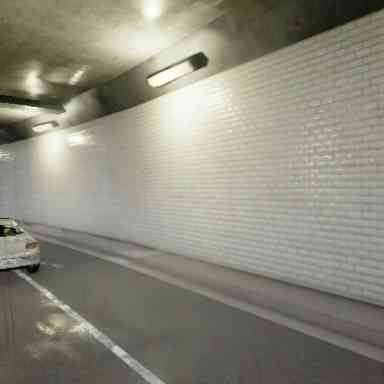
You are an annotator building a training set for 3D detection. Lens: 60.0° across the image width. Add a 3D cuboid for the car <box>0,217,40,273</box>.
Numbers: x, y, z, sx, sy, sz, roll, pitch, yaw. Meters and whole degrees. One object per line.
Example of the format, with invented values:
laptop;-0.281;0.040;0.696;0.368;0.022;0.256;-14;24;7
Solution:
car;-5.762;1.444;9.387;1.812;1.442;4.674;-1;1;-42
